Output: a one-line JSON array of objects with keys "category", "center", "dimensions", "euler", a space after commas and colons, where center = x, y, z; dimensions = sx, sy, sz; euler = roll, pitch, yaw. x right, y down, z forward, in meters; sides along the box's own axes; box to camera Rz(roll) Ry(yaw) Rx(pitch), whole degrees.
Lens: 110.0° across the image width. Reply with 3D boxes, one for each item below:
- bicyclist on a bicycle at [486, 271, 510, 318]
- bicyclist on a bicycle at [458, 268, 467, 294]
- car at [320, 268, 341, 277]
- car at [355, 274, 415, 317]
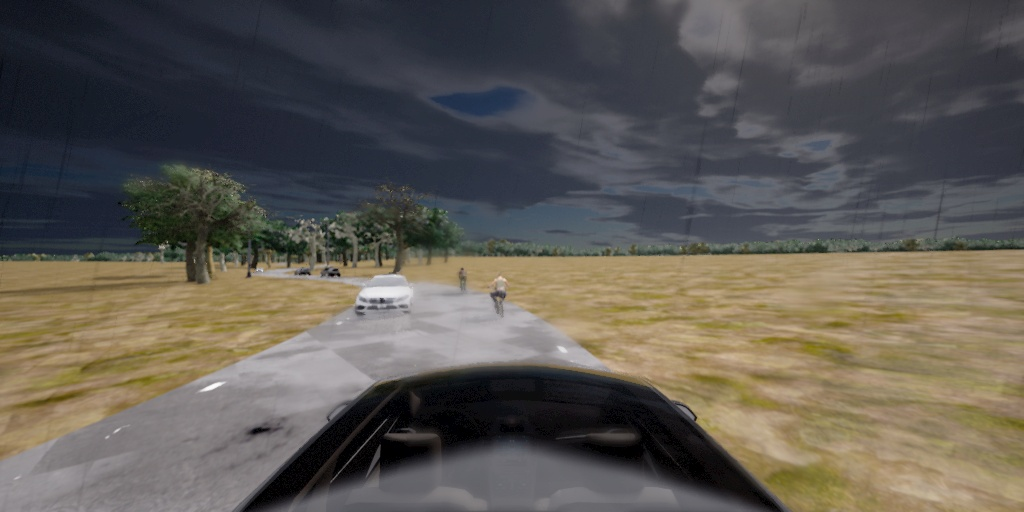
[{"category": "bicyclist on a bicycle", "center": [-0.458, 1.340, 12.782], "dimensions": [0.866, 1.612, 1.509], "euler": [0, -1, -11]}, {"category": "bicyclist on a bicycle", "center": [-3.029, 1.544, 22.159], "dimensions": [0.582, 1.620, 1.656], "euler": [0, -2, -19]}, {"category": "car", "center": [-28.261, 2.566, 55.701], "dimensions": [4.892, 1.490, 1.837], "euler": [-2, -3, 45]}, {"category": "car", "center": [-4.876, 1.452, 14.267], "dimensions": [1.812, 1.442, 4.674], "euler": [0, -1, -13]}]
